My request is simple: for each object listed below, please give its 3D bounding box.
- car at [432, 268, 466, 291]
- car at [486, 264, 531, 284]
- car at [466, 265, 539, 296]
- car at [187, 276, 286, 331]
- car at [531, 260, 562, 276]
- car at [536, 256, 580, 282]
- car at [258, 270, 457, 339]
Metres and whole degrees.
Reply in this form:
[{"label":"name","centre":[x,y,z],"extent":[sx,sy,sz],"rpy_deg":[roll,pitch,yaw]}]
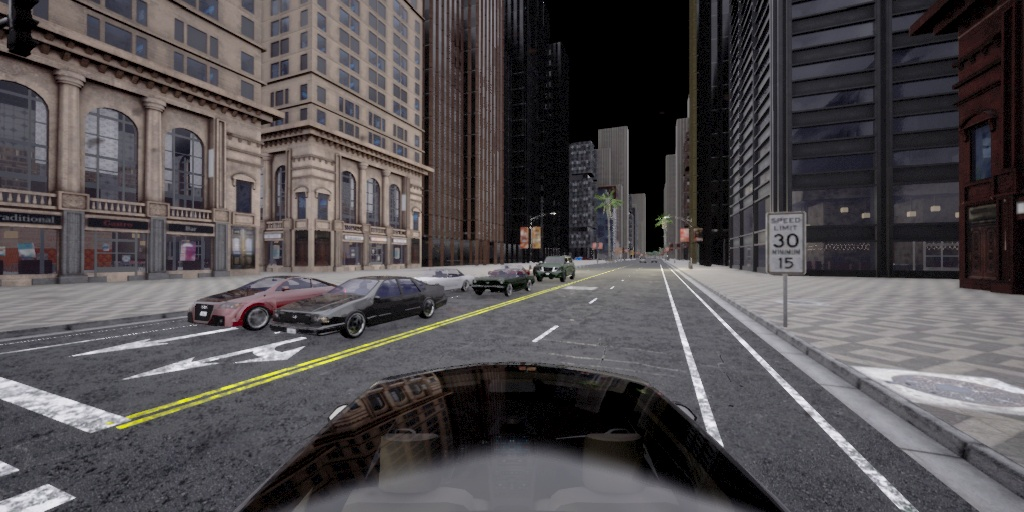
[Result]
[{"label":"car","centre":[-3.935,1.356,19.244],"extent":[1.895,1.301,4.718],"rpy_deg":[0,0,22]},{"label":"car","centre":[-0.177,1.362,28.469],"extent":[1.895,1.301,4.718],"rpy_deg":[0,0,22]},{"label":"car","centre":[-0.352,1.356,19.423],"extent":[1.895,1.301,4.718],"rpy_deg":[0,0,22]},{"label":"car","centre":[-7.236,1.315,11.128],"extent":[1.994,1.385,4.181],"rpy_deg":[0,0,22]},{"label":"car","centre":[3.708,1.248,37.907],"extent":[1.882,1.535,5.008],"rpy_deg":[0,0,23]},{"label":"car","centre":[3.686,0.985,29.328],"extent":[2.150,2.045,5.566],"rpy_deg":[0,0,22]},{"label":"car","centre":[-3.969,1.299,10.542],"extent":[2.033,1.411,5.357],"rpy_deg":[0,0,22]}]
